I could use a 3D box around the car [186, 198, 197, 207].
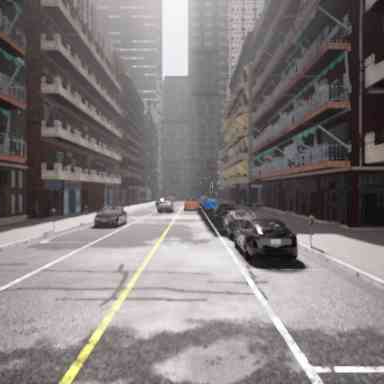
[{"bbox_3d":[-0.095,1.815,58.974,1.837,1.490,4.892,0,0,0],"label":"car"}]

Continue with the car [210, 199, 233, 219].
[{"bbox_3d":[2.951,1.663,30.259,1.837,1.490,4.892,0,0,0],"label":"car"}]

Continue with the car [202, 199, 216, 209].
[{"bbox_3d":[2.596,1.823,51.856,2.008,1.369,4.403,-1,0,0],"label":"car"}]

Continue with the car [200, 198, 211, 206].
[{"bbox_3d":[2.578,1.898,63.059,1.947,1.339,4.313,-1,0,0],"label":"car"}]

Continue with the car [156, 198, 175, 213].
[{"bbox_3d":[-3.160,1.759,40.443,2.033,1.411,5.357,0,0,0],"label":"car"}]

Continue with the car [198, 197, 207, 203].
[{"bbox_3d":[2.551,1.974,79.866,2.008,1.369,4.403,-1,0,0],"label":"car"}]

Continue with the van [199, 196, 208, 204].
[{"bbox_3d":[2.557,1.734,74.265,1.690,1.788,3.998,-1,0,0],"label":"van"}]

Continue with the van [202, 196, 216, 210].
[{"bbox_3d":[2.602,1.583,46.256,1.690,1.788,3.998,-1,0,0],"label":"van"}]

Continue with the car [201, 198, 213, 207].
[{"bbox_3d":[2.587,1.846,57.458,1.887,1.381,4.507,-1,0,0],"label":"car"}]

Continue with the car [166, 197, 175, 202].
[{"bbox_3d":[-5.847,2.051,91.084,1.947,1.339,4.313,-1,0,0],"label":"car"}]

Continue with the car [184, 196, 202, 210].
[{"bbox_3d":[-0.036,1.595,46.339,2.097,1.767,4.553,0,0,0],"label":"car"}]

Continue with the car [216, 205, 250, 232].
[{"bbox_3d":[2.650,1.646,18.245,2.008,1.369,4.403,-1,0,0],"label":"car"}]

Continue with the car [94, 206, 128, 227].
[{"bbox_3d":[-5.739,1.675,23.862,2.008,1.369,4.403,-1,0,0],"label":"car"}]

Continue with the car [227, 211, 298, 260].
[{"bbox_3d":[2.659,1.632,12.642,1.947,1.339,4.313,-1,0,0],"label":"car"}]
